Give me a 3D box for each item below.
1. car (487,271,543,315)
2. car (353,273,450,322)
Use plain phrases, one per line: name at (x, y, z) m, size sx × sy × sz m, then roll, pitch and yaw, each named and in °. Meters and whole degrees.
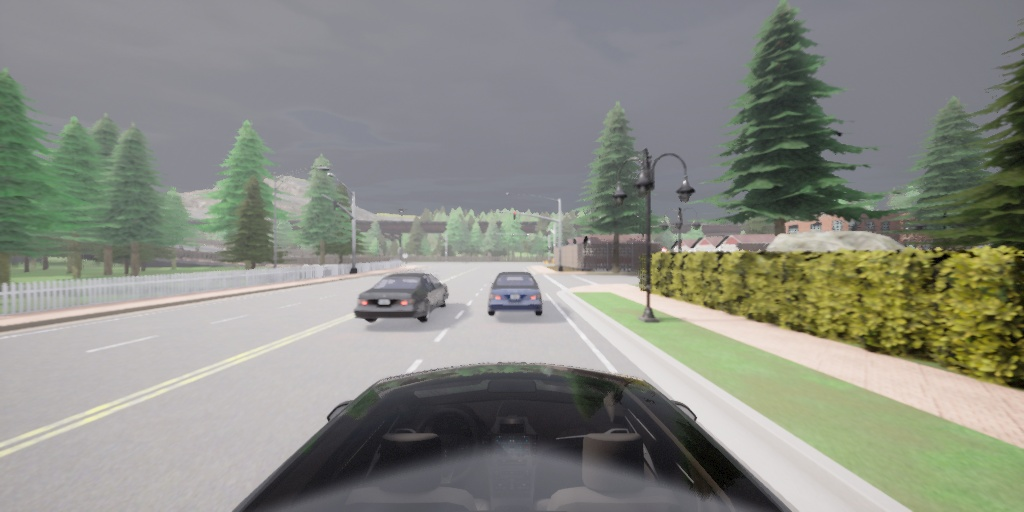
car at (0.097, 1.257, 13.234) m, size 2.033 × 1.411 × 5.357 m, roll 0°, pitch 0°, yaw 0°
car at (-3.404, 1.260, 12.063) m, size 2.033 × 1.411 × 5.357 m, roll 0°, pitch 0°, yaw 0°
